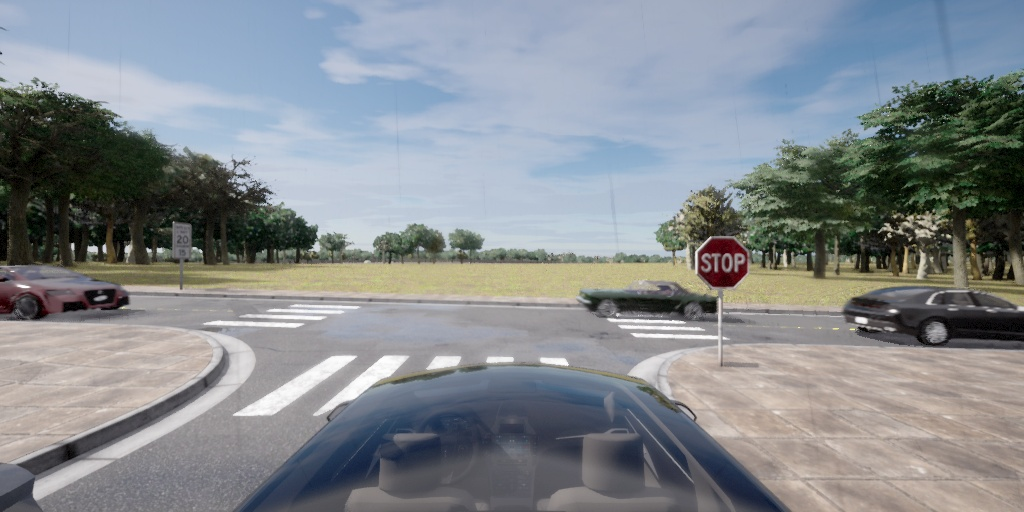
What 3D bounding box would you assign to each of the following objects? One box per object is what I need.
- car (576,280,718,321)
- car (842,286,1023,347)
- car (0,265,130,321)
[{"bbox_3d":[4.776,1.534,12.973,4.718,1.301,1.895,2,-1,0],"label":"car"},{"bbox_3d":[12.160,1.619,9.986,4.892,1.490,1.837,2,-1,0],"label":"car"},{"bbox_3d":[-13.583,0.958,10.117,4.181,1.385,1.994,2,-1,0],"label":"car"}]
